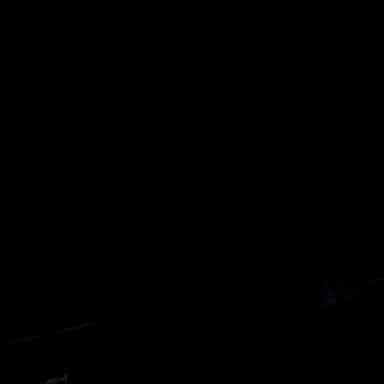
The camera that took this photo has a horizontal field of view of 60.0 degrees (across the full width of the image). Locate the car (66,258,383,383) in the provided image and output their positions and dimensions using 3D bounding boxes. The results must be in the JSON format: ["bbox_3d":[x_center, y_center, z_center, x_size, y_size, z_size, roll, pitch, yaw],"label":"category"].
[{"bbox_3d":[0.756,1.562,3.918,4.181,1.385,1.994,0,0,-36],"label":"car"}]
